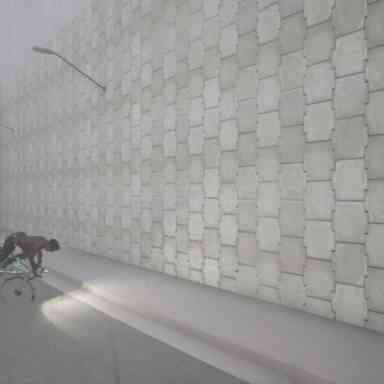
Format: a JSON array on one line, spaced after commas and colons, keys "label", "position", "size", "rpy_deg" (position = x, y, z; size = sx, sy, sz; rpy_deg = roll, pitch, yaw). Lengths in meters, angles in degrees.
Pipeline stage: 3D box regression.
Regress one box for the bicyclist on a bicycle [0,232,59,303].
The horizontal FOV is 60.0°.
[{"label": "bicyclist on a bicycle", "position": [-3.463, 1.385, 6.701], "size": [1.620, 1.656, 0.582], "rpy_deg": [-37, 5, 2]}]
